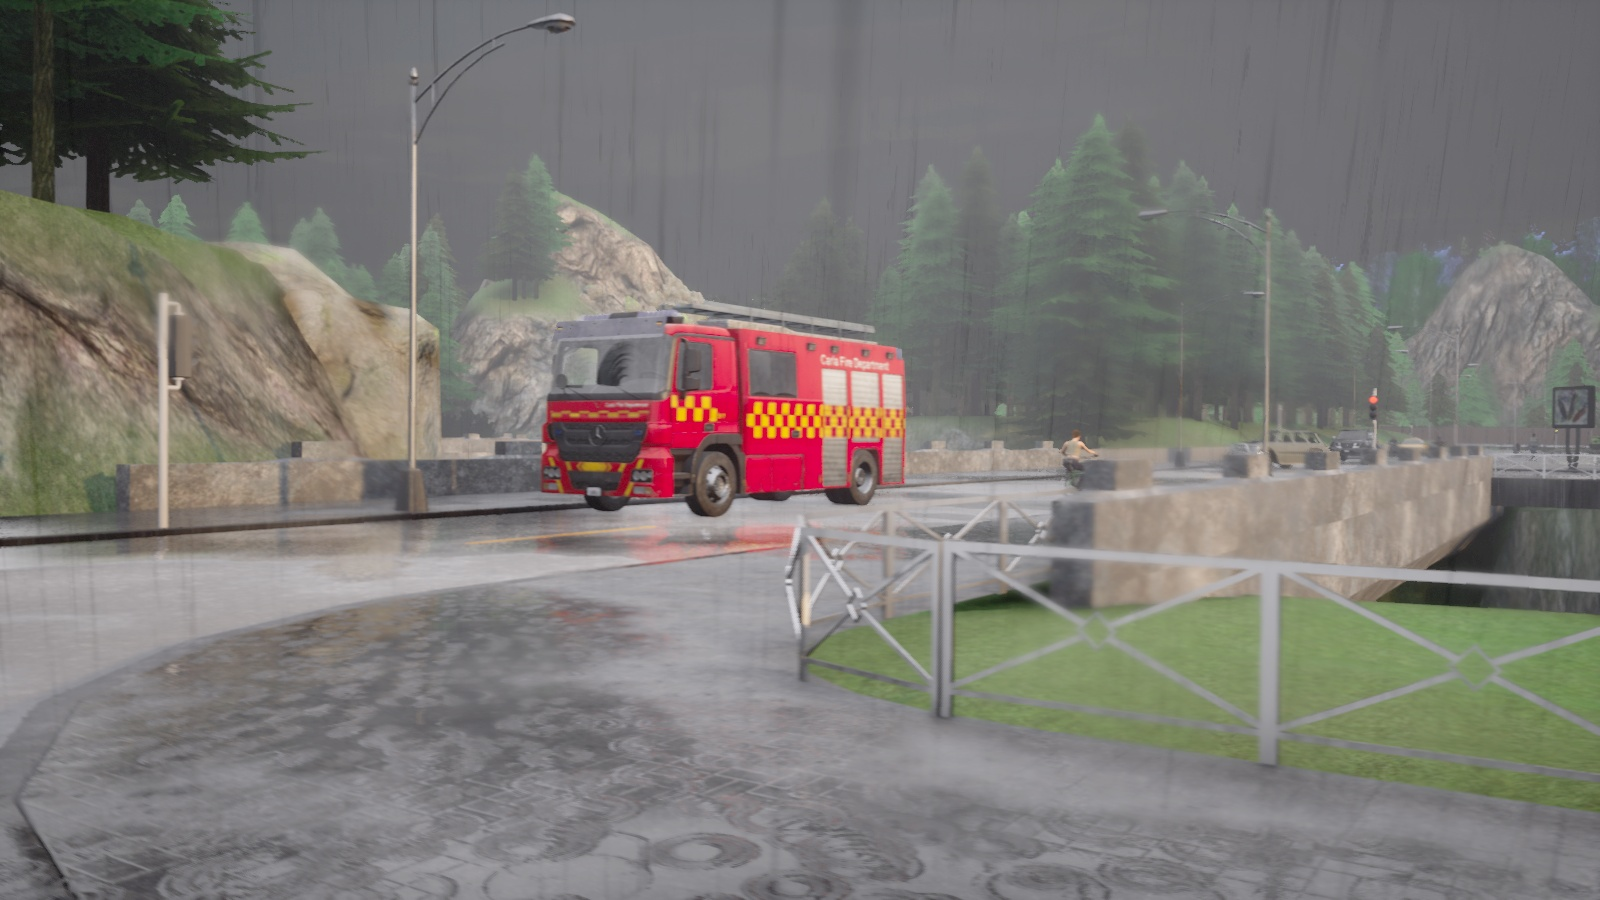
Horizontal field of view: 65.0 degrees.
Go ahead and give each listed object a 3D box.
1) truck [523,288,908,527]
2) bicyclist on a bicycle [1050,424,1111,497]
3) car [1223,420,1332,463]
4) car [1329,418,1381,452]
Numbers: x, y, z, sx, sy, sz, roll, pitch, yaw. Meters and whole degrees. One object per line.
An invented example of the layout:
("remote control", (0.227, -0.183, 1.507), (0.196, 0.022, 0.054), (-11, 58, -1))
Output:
("truck", (-1.223, -0.748, 24.476), (2.891, 3.827, 8.468), (0, 1, 34))
("bicyclist on a bicycle", (6.450, 0.223, 28.793), (0.866, 1.612, 1.509), (0, 1, 34))
("car", (21.411, -0.406, 56.287), (4.605, 1.855, 1.932), (-1, 0, -26))
("car", (34.878, -0.933, 78.808), (2.150, 2.045, 5.566), (0, 1, 33))
